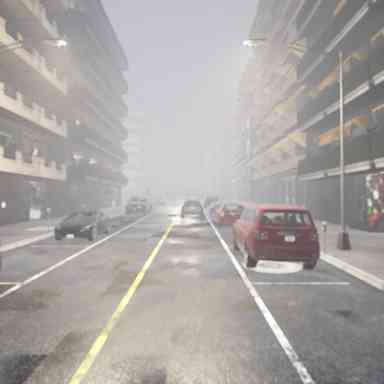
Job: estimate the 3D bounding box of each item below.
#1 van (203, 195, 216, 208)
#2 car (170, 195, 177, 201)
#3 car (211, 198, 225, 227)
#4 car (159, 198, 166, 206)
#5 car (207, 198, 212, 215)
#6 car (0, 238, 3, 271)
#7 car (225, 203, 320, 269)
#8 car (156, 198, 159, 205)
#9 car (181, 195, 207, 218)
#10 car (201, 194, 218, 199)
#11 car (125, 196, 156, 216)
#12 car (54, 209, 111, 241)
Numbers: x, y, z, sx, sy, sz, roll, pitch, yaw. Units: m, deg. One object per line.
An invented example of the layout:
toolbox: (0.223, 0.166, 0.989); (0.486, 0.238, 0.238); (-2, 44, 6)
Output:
van: (2.558, 1.364, 49.788); (1.690, 1.788, 3.998); (1, 0, 0)
car: (-5.287, 1.689, 93.454); (1.947, 1.339, 4.313); (1, 0, 0)
car: (2.554, 1.431, 22.130); (1.967, 1.590, 4.097); (1, 0, 0)
car: (-5.293, 1.618, 55.374); (1.802, 1.307, 4.206); (1, 0, 0)
car: (2.552, 1.580, 33.193); (1.802, 1.307, 4.206); (1, 0, 0)
car: (-5.291, 1.311, 5.596); (2.192, 1.841, 5.009); (1, 0, 0)
car: (2.556, 1.307, 11.067); (2.192, 1.841, 5.009); (1, 0, 0)
car: (-5.293, 1.550, 38.780); (1.887, 1.381, 4.507); (1, 0, 0)
car: (0.048, 1.413, 30.293); (2.033, 1.649, 4.856); (0, 0, 1)
car: (2.559, 1.328, 44.256); (2.192, 1.841, 5.009); (1, 0, 0)
car: (-5.288, 1.313, 33.249); (2.192, 1.841, 5.009); (1, 0, 0)
car: (-5.296, 1.557, 16.659); (1.947, 1.339, 4.313); (1, 0, 0)
